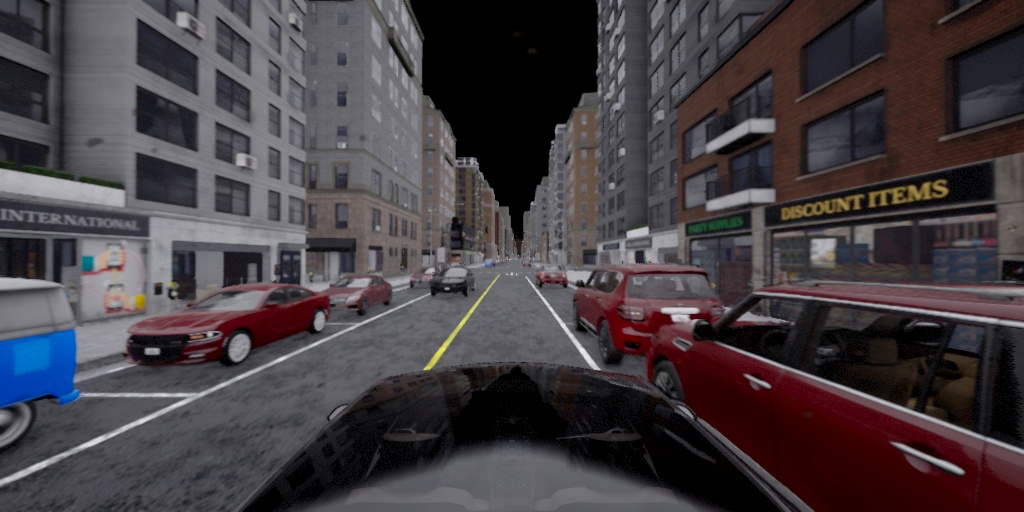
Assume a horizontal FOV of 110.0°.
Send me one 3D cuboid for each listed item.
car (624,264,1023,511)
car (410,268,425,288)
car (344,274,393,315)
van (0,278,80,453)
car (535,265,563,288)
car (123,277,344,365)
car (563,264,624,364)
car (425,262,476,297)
[{"bbox_3d":[2.667,1.068,2.418,2.192,1.841,5.009,0,0,0],"label":"car"},{"bbox_3d":[-5.865,1.444,25.043,1.802,1.307,4.207,0,0,0],"label":"car"},{"bbox_3d":[-5.862,1.378,13.739,1.802,1.307,4.207,0,0,0],"label":"car"},{"bbox_3d":[-5.858,1.093,2.430,1.690,1.789,3.998,0,0,0],"label":"van"},{"bbox_3d":[2.660,1.303,25.038,1.967,1.591,4.097,0,0,0],"label":"car"},{"bbox_3d":[-5.860,1.318,8.085,1.888,1.381,4.507,0,0,0],"label":"car"},{"bbox_3d":[2.666,1.088,8.074,2.192,1.841,5.009,0,0,0],"label":"car"},{"bbox_3d":[-3.106,1.307,19.670,1.882,1.535,5.008,0,0,0],"label":"car"}]
